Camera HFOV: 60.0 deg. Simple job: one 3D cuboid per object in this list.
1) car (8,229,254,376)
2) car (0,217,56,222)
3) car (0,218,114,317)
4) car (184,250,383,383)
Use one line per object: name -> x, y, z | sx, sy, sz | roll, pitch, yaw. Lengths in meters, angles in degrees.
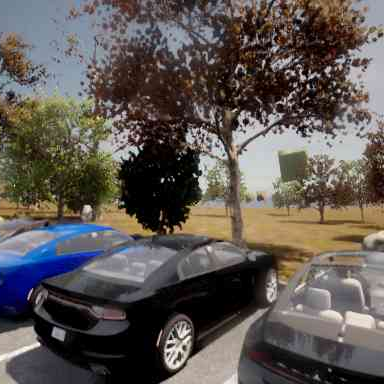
car -> -0.094, 1.471, 5.821 | 2.097, 1.535, 5.008 | 0, 0, 36
car -> -4.652, 1.465, 9.043 | 2.163, 1.488, 4.792 | 1, 1, 35
car -> -2.365, 1.457, 7.441 | 2.097, 1.535, 5.008 | 1, 0, 35
car -> 2.281, 1.477, 4.126 | 2.231, 1.521, 4.892 | 0, 0, 35
